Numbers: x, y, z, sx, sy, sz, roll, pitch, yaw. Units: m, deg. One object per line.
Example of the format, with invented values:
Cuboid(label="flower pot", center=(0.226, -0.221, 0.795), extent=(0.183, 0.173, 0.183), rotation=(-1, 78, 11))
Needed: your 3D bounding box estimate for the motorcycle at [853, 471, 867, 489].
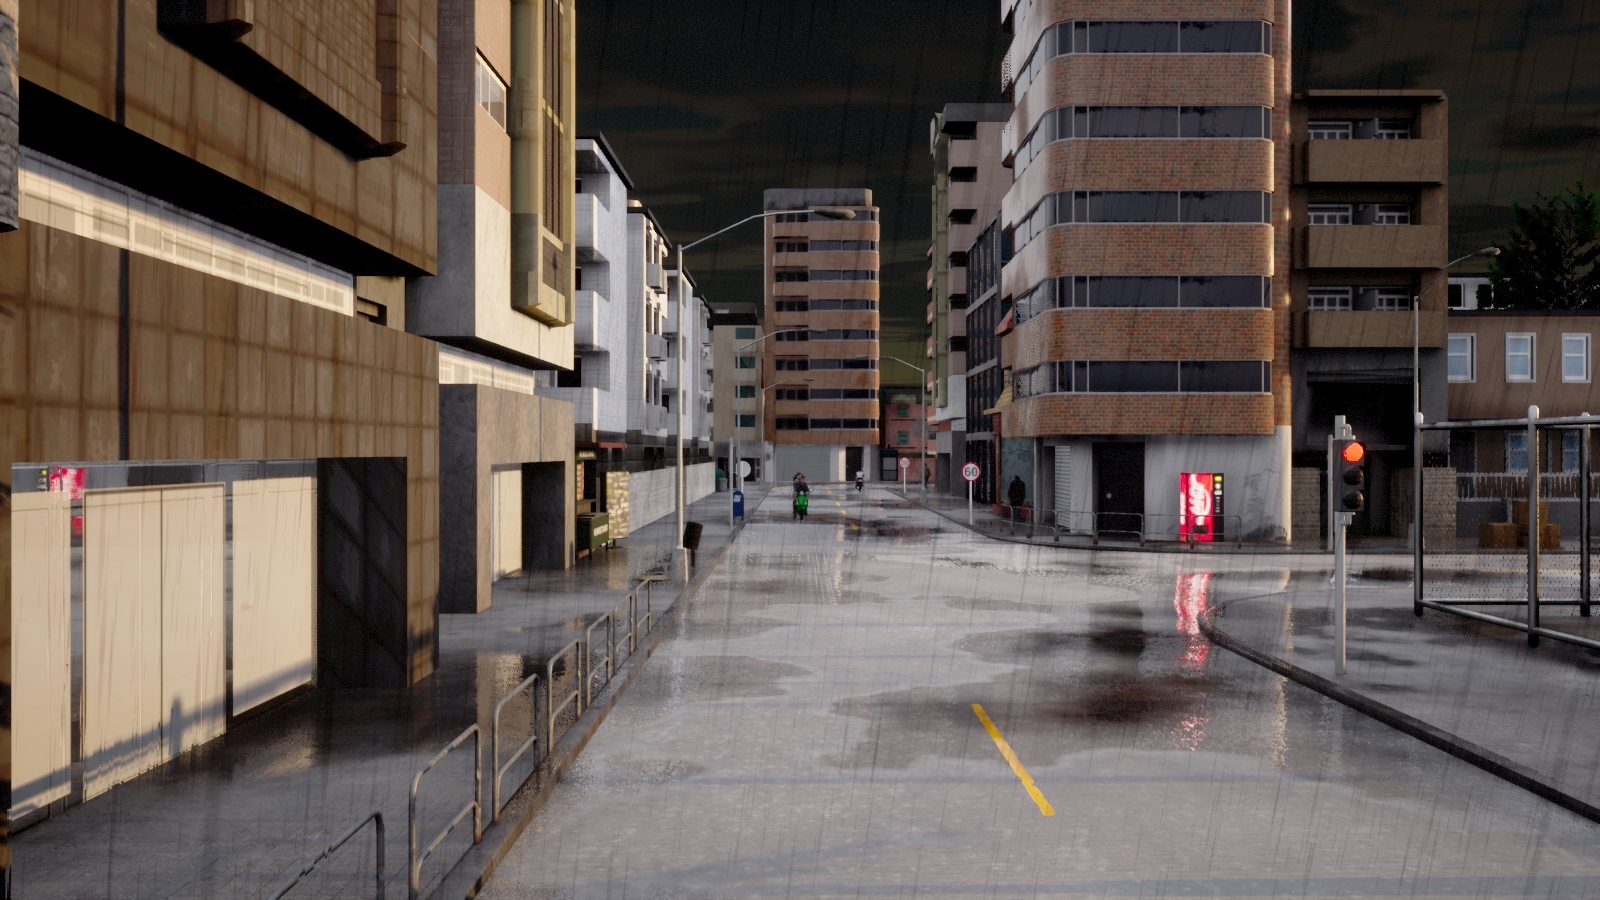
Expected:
Cuboid(label="motorcycle", center=(4.045, 2.005, 77.356), extent=(0.803, 1.145, 2.033), rotation=(0, 0, 0))

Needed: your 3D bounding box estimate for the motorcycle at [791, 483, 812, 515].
Cuboid(label="motorcycle", center=(0.063, 1.970, 46.521), extent=(0.856, 1.236, 1.805), rotation=(0, 0, 0))

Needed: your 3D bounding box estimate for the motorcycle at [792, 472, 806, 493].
Cuboid(label="motorcycle", center=(-0.054, 1.997, 70.265), extent=(0.867, 1.251, 2.209), rotation=(0, 0, -1))

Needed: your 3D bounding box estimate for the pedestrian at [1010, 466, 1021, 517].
Cuboid(label="pedestrian", center=(7.952, 1.523, 42.182), extent=(0.375, 1.860, 0.375), rotation=(0, 0, 4))

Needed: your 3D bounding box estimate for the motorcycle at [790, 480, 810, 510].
Cuboid(label="motorcycle", center=(0.019, 1.970, 50.389), extent=(0.856, 1.236, 1.805), rotation=(0, 0, 0))
